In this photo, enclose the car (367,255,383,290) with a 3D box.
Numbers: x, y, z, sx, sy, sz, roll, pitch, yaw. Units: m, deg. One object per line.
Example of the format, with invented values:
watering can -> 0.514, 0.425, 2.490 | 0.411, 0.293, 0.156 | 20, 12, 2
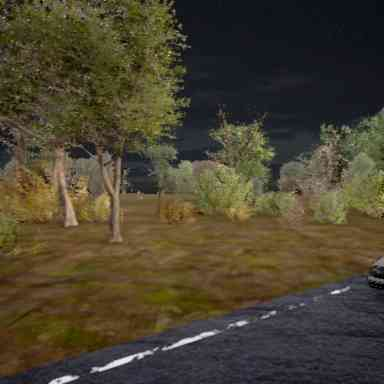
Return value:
car -> 6.366, 1.589, 8.095 | 5.357, 1.411, 2.033 | 0, 0, -37
